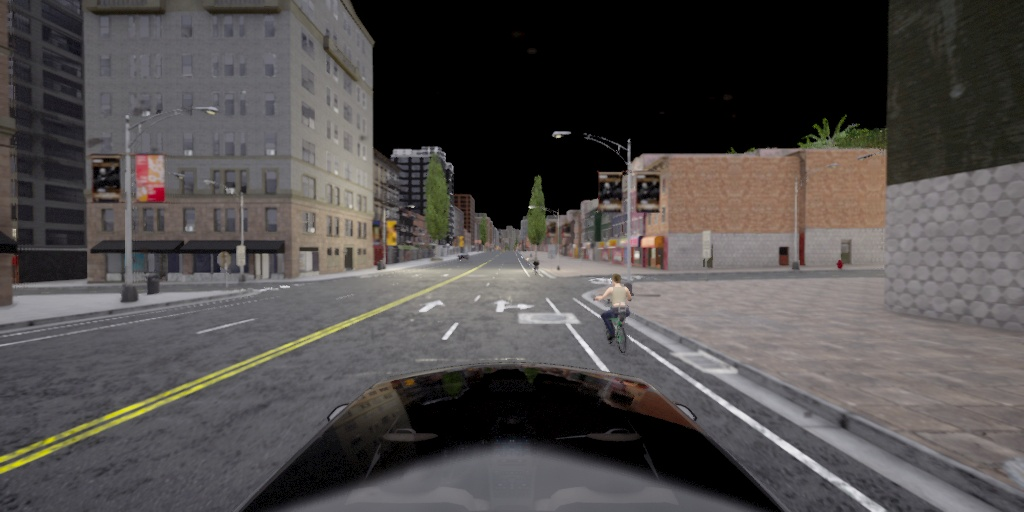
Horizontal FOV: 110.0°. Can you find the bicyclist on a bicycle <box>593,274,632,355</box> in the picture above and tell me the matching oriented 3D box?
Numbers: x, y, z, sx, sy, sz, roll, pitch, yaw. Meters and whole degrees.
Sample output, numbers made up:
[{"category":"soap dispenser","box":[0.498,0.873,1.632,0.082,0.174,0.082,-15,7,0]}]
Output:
[{"category":"bicyclist on a bicycle","box":[2.229,1.183,7.742,0.866,1.612,1.509,0,0,0]}]

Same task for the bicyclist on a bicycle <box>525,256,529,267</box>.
[{"category":"bicyclist on a bicycle","box":[2.256,0.846,51.707,0.866,1.612,1.509,0,1,0]}]

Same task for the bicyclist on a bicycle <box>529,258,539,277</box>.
[{"category":"bicyclist on a bicycle","box":[2.250,1.051,33.491,0.659,1.776,1.843,0,1,0]}]
